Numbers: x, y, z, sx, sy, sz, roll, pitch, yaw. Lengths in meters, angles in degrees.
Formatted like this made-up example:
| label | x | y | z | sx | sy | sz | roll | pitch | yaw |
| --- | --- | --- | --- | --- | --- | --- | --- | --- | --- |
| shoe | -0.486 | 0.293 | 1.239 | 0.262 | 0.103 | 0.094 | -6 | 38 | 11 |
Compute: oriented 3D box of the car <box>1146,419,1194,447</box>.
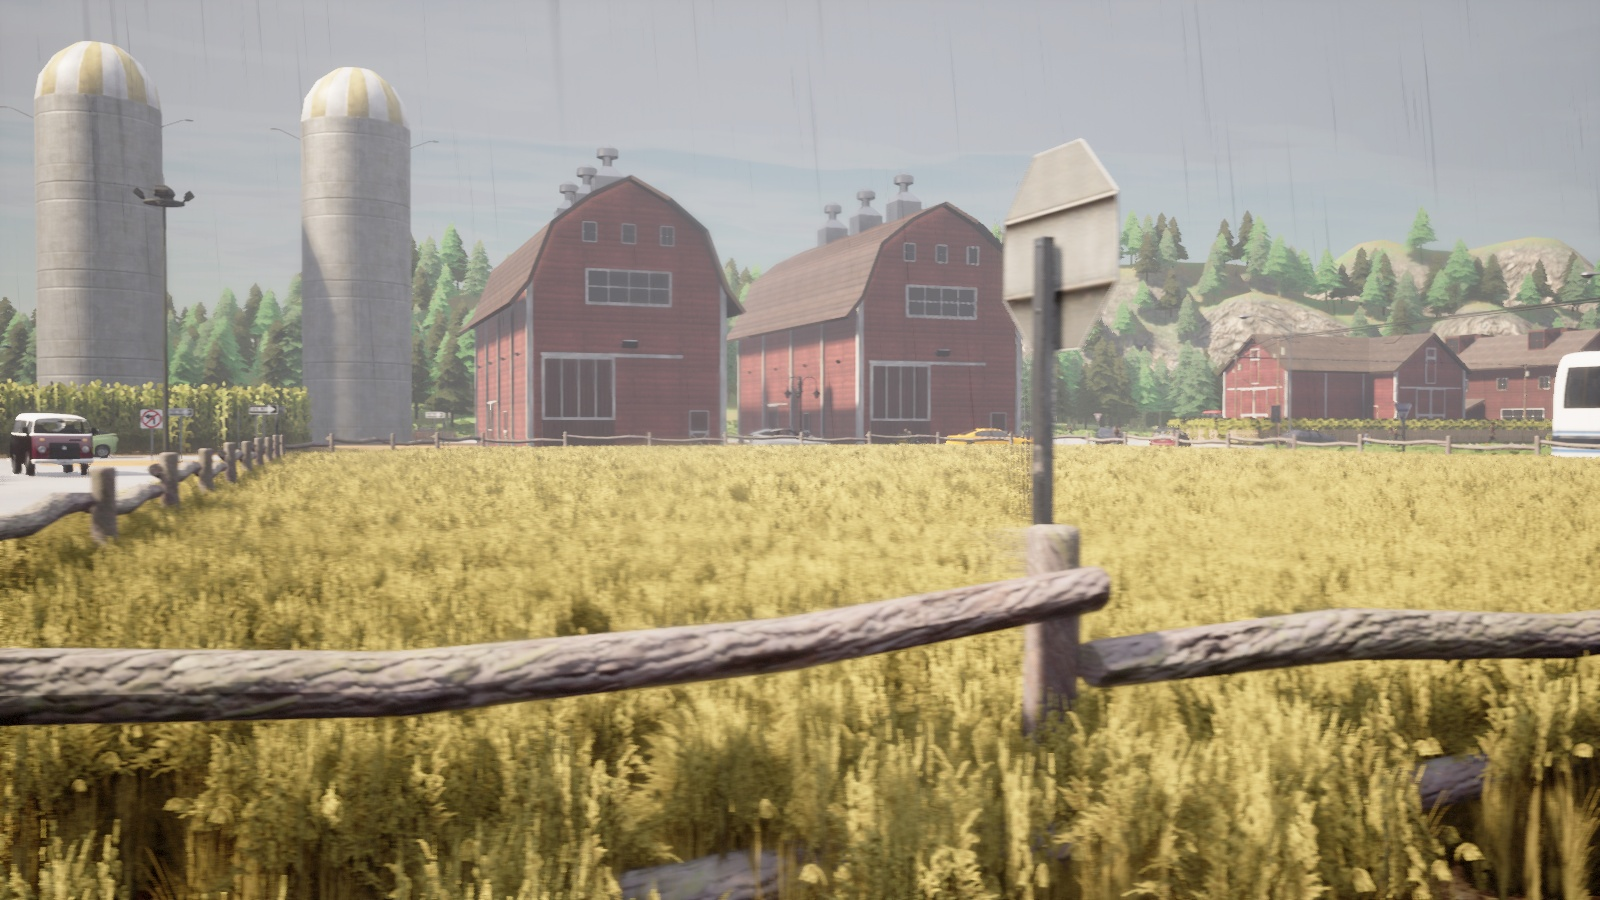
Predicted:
| label | x | y | z | sx | sy | sz | roll | pitch | yaw |
| --- | --- | --- | --- | --- | --- | --- | --- | --- | --- |
| car | 21.656 | -1.004 | 73.380 | 1.789 | 1.549 | 3.705 | 0 | 2 | 31 |

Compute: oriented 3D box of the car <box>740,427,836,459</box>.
| label | x | y | z | sx | sy | sz | roll | pitch | yaw |
| --- | --- | --- | --- | --- | --- | --- | --- | --- | --- |
| car | -0.636 | -0.395 | 64.948 | 4.514 | 1.525 | 2.007 | -2 | 1 | -24 |

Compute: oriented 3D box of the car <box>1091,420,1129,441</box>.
| label | x | y | z | sx | sy | sz | roll | pitch | yaw |
| --- | --- | --- | --- | --- | --- | --- | --- | --- | --- |
| car | 22.838 | -1.457 | 92.574 | 2.163 | 1.488 | 4.792 | -1 | 1 | 7 |

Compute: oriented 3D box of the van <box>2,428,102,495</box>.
| label | x | y | z | sx | sy | sz | roll | pitch | yaw |
| --- | --- | --- | --- | --- | --- | --- | --- | --- | --- |
| van | -24.545 | 0.332 | 41.164 | 2.069 | 2.038 | 4.480 | -1 | 1 | -40 |

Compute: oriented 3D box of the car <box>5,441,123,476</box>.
| label | x | y | z | sx | sy | sz | roll | pitch | yaw |
| --- | --- | --- | --- | --- | --- | --- | --- | --- | --- |
| car | -35.583 | 0.389 | 60.784 | 4.514 | 1.525 | 2.007 | -2 | 1 | -44 |

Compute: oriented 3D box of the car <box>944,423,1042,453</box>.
| label | x | y | z | sx | sy | sz | roll | pitch | yaw |
| --- | --- | --- | --- | --- | --- | --- | --- | --- | --- |
| car | 10.609 | -0.675 | 69.182 | 5.008 | 1.535 | 1.882 | -1 | 1 | -11 |

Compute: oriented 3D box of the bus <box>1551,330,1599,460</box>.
| label | x | y | z | sx | sy | sz | roll | pitch | yaw |
| --- | --- | --- | --- | --- | --- | --- | --- | --- | --- |
| bus | 29.298 | -1.802 | 38.713 | 3.944 | 4.253 | 10.273 | -2 | 1 | -21 |

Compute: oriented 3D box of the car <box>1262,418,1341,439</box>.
| label | x | y | z | sx | sy | sz | roll | pitch | yaw |
| --- | --- | --- | --- | --- | --- | --- | --- | --- | --- |
| car | 36.593 | -1.573 | 91.662 | 5.357 | 1.411 | 2.033 | -2 | 1 | -20 |
